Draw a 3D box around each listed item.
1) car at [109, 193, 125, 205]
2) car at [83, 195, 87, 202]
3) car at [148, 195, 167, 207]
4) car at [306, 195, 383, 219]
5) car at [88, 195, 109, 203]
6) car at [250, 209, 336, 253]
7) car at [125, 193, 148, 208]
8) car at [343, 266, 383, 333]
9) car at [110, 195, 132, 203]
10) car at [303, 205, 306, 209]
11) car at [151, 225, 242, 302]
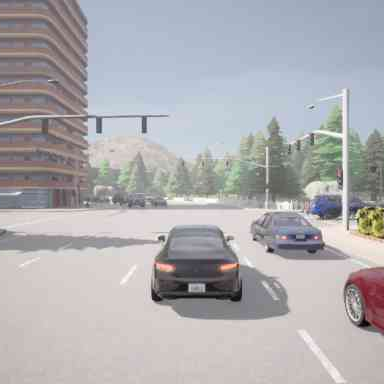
[{"bbox_3d":[-12.120,1.221,58.332,2.150,2.045,5.566,0,0,-31],"label":"car"},{"bbox_3d":[-22.577,1.499,73.801,4.892,1.490,1.837,0,0,31],"label":"car"},{"bbox_3d":[-5.051,1.504,50.632,1.837,1.490,4.892,0,0,-17],"label":"car"},{"bbox_3d":[12.877,1.278,27.832,5.566,2.045,2.150,0,0,1],"label":"car"},{"bbox_3d":[-18.221,1.351,66.165,4.553,1.767,2.097,0,0,44],"label":"car"},{"bbox_3d":[3.653,1.547,13.637,2.033,1.411,5.357,0,0,1],"label":"car"},{"bbox_3d":[-8.206,1.221,48.731,2.150,2.045,5.566,0,0,-14],"label":"car"},{"bbox_3d":[3.600,1.526,4.055,1.812,1.442,4.674,0,0,1],"label":"car"},{"bbox_3d":[-14.508,1.491,67.497,2.128,1.511,4.902,0,0,-44],"label":"car"},{"bbox_3d":[14.113,1.407,35.030,4.553,1.767,2.097,0,0,1],"label":"car"},{"bbox_3d":[0.100,1.526,8.166,1.812,1.442,4.674,0,0,0],"label":"car"}]
